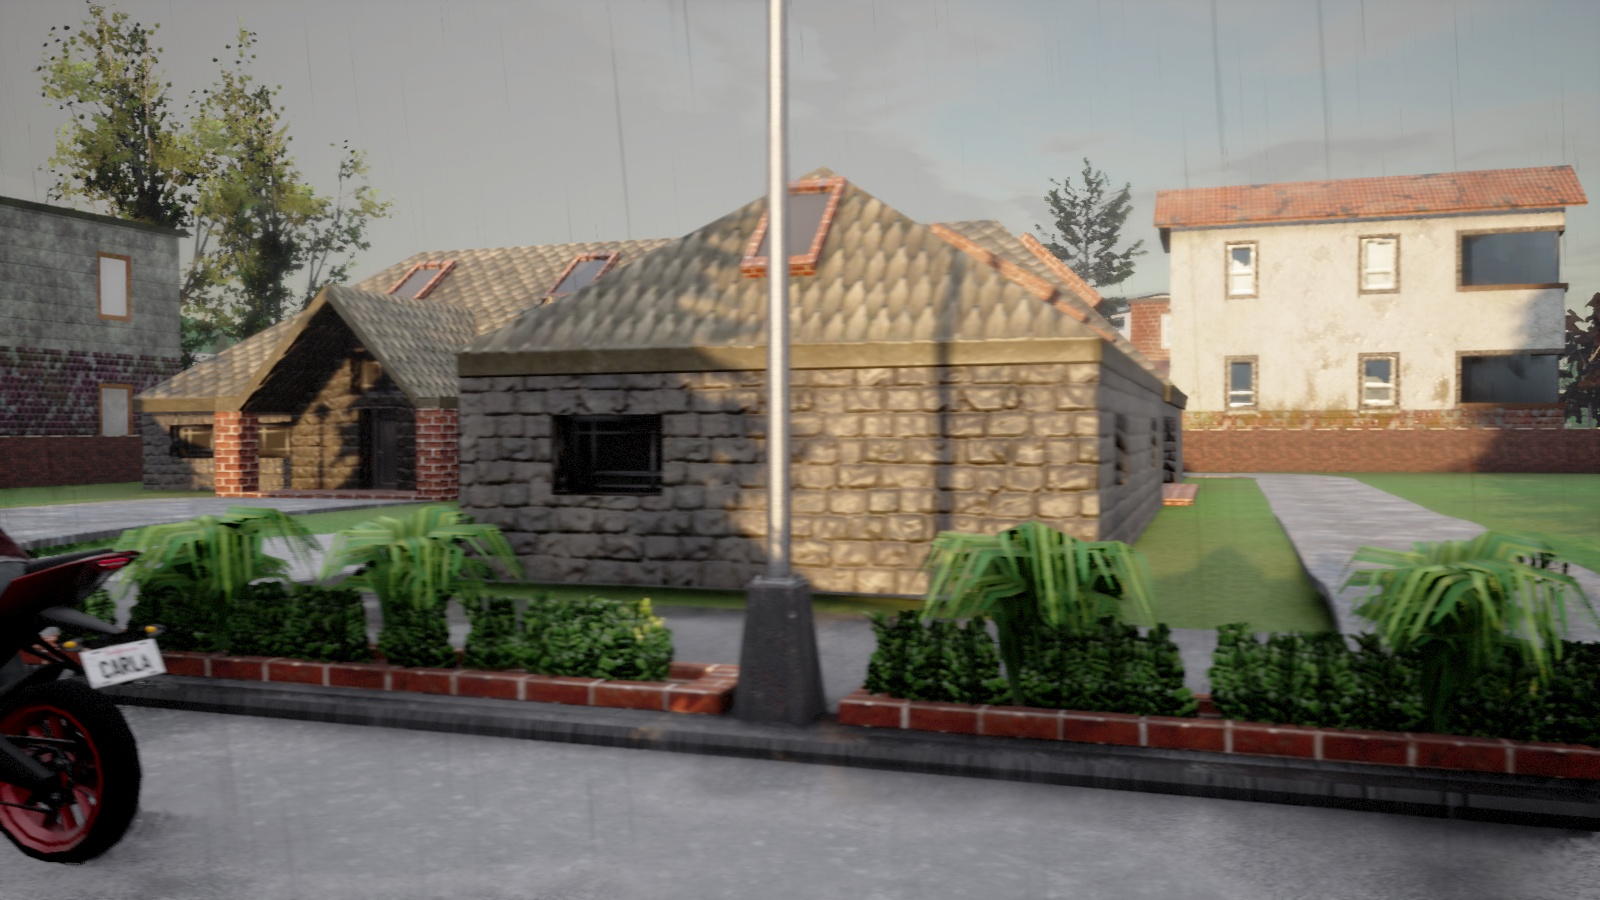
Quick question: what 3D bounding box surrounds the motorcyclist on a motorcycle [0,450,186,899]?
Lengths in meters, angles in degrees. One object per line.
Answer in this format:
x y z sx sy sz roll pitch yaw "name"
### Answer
-3.627 0.769 4.941 2.191 1.530 0.866 1 1 19 "motorcyclist on a motorcycle"
